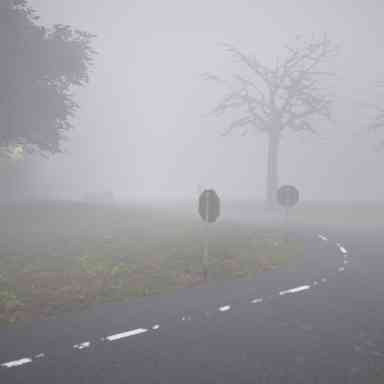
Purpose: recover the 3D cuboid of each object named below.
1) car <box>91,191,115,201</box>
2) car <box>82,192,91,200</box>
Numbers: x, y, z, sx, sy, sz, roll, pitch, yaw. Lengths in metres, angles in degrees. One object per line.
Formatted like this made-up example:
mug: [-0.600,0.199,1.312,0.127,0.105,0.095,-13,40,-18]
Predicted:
car: [-14.303,0.609,54.617,2.097,1.767,4.553,2,-1,-35]
car: [-18.270,0.721,60.036,2.128,1.511,4.902,2,-1,-36]
